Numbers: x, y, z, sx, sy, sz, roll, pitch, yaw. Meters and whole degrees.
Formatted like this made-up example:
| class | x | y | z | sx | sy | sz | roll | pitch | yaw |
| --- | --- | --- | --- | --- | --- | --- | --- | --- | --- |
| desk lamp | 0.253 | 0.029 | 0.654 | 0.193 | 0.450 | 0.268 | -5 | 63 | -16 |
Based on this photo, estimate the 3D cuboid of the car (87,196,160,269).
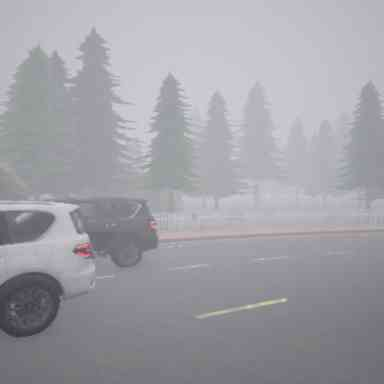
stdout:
| class | x | y | z | sx | sy | sz | roll | pitch | yaw |
| --- | --- | --- | --- | --- | --- | --- | --- | --- | --- |
| car | -3.672 | 1.162 | 9.626 | 5.566 | 2.045 | 2.150 | 0 | 0 | -30 |

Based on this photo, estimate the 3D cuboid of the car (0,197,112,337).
| class | x | y | z | sx | sy | sz | roll | pitch | yaw |
| --- | --- | --- | --- | --- | --- | --- | --- | --- | --- |
| car | -4.333 | 1.182 | 5.074 | 5.566 | 2.045 | 2.150 | 0 | 0 | -34 |
